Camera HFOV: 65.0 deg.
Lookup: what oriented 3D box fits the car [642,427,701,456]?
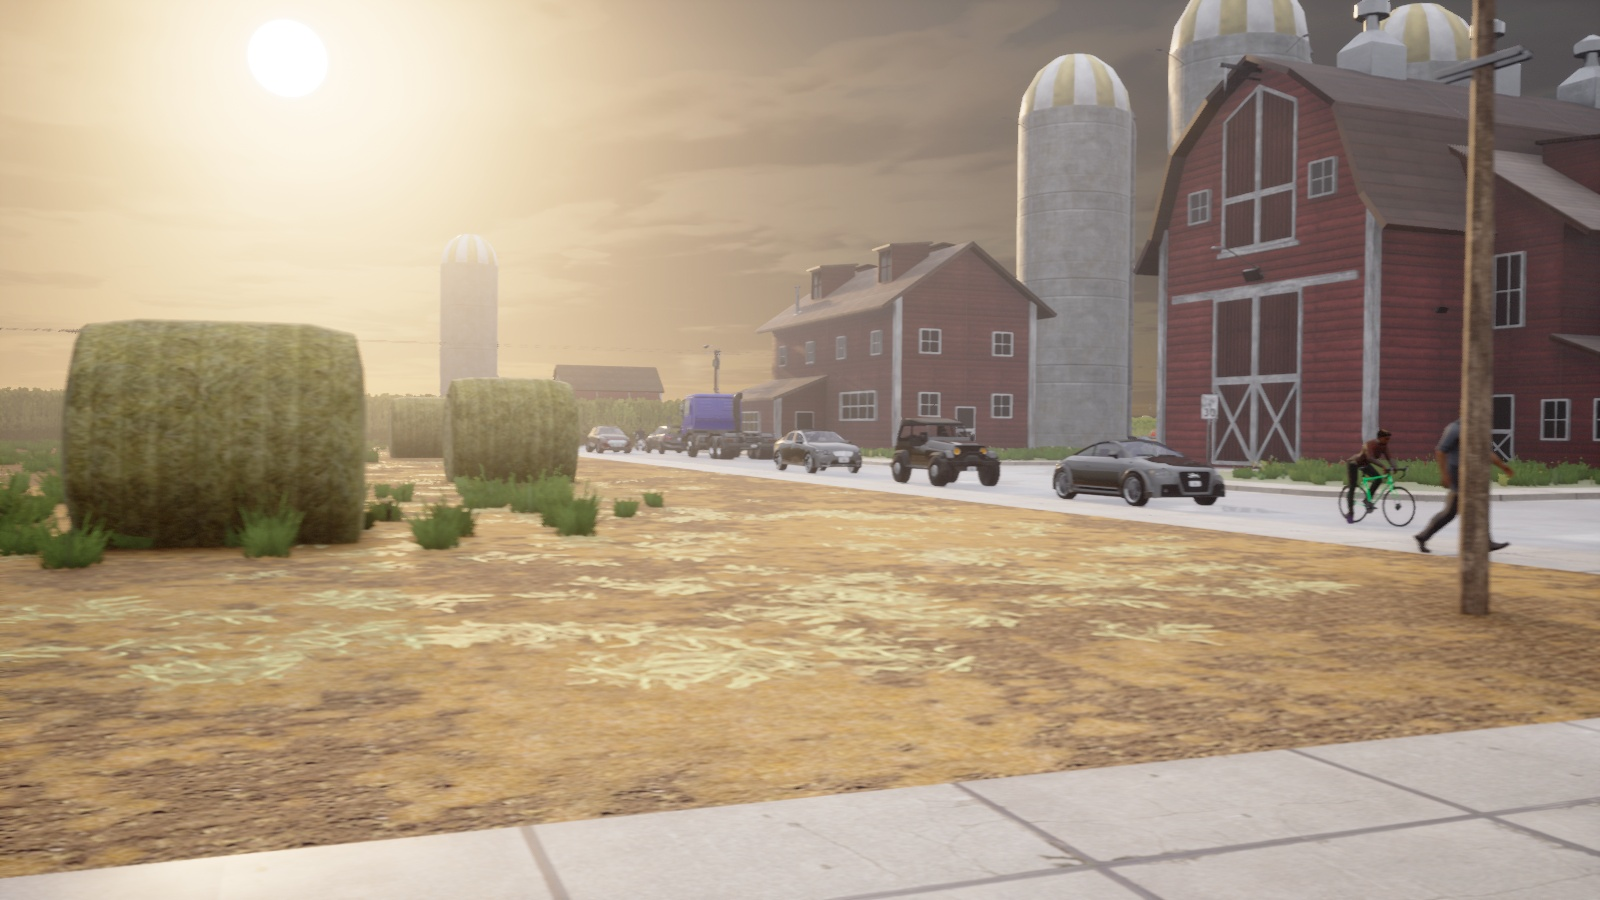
[{"bbox_3d":[-7.665,-0.514,74.523,2.242,1.667,4.611,-1,1,-22],"label":"car"}]

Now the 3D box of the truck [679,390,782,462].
[{"bbox_3d":[-3.697,-1.220,64.574,2.891,3.462,7.936,-1,1,-22],"label":"truck"}]

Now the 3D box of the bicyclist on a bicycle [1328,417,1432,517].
[{"bbox_3d":[9.842,0.262,21.370,0.582,1.620,1.656,-2,1,-22],"label":"bicyclist on a bicycle"}]

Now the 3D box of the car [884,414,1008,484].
[{"bbox_3d":[4.087,-0.059,35.750,1.905,1.878,3.866,-1,1,-21],"label":"car"}]

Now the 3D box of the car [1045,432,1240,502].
[{"bbox_3d":[7.382,0.308,27.523,1.994,1.385,4.181,-1,1,-22],"label":"car"}]

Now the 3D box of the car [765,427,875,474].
[{"bbox_3d":[0.617,-0.019,44.412,2.128,1.511,4.902,-2,1,-22],"label":"car"}]

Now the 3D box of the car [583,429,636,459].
[{"bbox_3d":[-11.290,-0.383,74.174,2.033,1.649,4.856,-1,1,-22],"label":"car"}]

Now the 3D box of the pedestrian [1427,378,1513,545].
[{"bbox_3d":[7.654,0.117,14.343,0.540,1.848,0.694,-1,1,-35],"label":"pedestrian"}]
